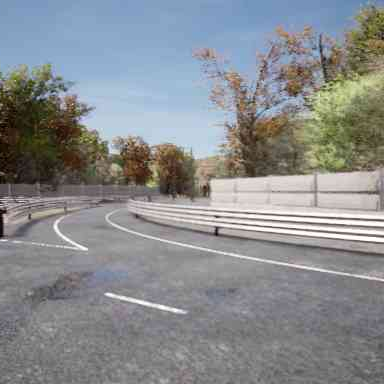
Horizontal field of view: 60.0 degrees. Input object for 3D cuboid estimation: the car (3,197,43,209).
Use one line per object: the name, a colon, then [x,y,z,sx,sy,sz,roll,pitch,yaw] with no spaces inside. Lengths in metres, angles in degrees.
car: [-21.127,1.354,41.561,1.812,1.442,4.674,0,0,42]
